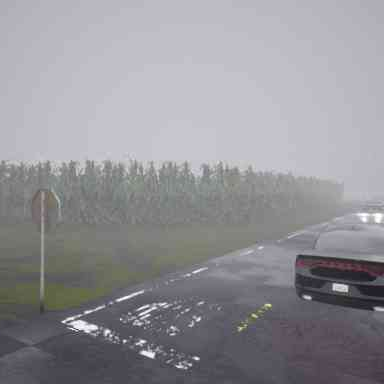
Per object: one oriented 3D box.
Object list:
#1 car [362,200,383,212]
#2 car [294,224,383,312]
[{"bbox_3d":[21.002,1.623,38.589,1.895,1.301,4.718,0,0,33],"label":"car"},{"bbox_3d":[3.892,1.481,7.736,1.882,1.535,5.008,0,0,33],"label":"car"}]
